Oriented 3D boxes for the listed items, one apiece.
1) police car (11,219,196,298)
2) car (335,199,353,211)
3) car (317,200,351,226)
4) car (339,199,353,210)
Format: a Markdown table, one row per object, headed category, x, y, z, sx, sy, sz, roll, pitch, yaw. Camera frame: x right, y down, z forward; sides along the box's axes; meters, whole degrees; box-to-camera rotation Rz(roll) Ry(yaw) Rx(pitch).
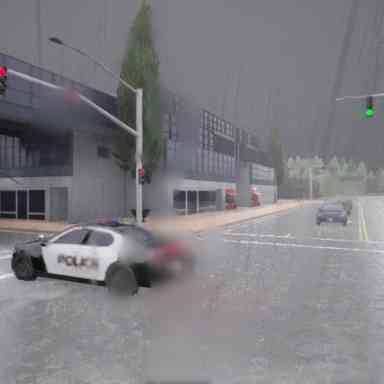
| category | x | y | z | sx | sy | sz | roll | pitch | yaw |
| --- | --- | --- | --- | --- | --- | --- | --- | --- | --- |
| police car | -2.473 | 1.509 | 8.526 | 4.974 | 1.542 | 2.038 | 0 | 0 | 26 |
| car | 19.694 | 1.600 | 42.954 | 1.895 | 1.301 | 4.718 | 0 | 0 | 27 |
| car | 10.030 | 1.525 | 23.655 | 1.812 | 1.442 | 4.674 | 0 | 0 | 27 |
| car | 14.638 | 1.600 | 32.861 | 1.895 | 1.301 | 4.718 | 0 | 0 | 27 |
